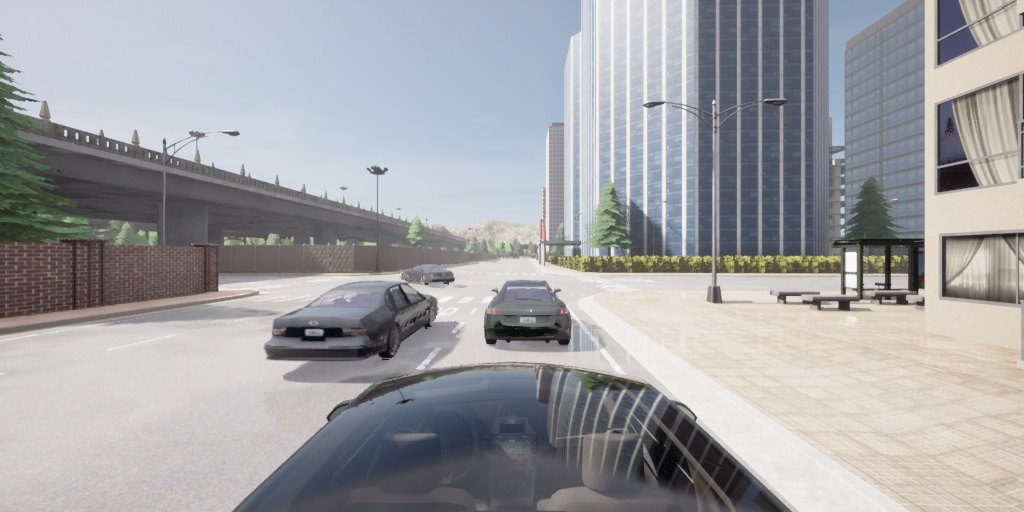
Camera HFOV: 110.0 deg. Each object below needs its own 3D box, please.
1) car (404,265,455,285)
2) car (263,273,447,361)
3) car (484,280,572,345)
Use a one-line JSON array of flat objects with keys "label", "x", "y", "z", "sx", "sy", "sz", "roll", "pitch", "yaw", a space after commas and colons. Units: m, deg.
[{"label": "car", "x": -6.006, "y": 1.301, "z": 25.245, "sx": 2.033, "sy": 1.411, "sz": 5.357, "roll": 0, "pitch": 0, "yaw": -38}, {"label": "car", "x": -3.164, "y": 1.297, "z": 8.366, "sx": 2.033, "sy": 1.411, "sz": 5.357, "roll": 0, "pitch": 0, "yaw": 1}, {"label": "car", "x": 0.382, "y": 1.314, "z": 9.531, "sx": 1.994, "sy": 1.385, "sz": 4.181, "roll": 0, "pitch": 0, "yaw": 1}]
